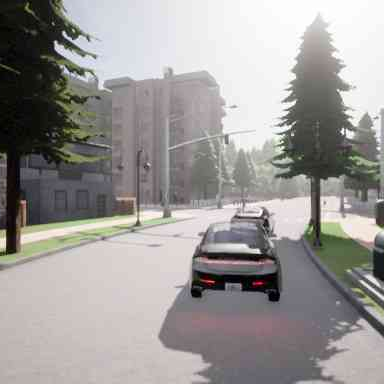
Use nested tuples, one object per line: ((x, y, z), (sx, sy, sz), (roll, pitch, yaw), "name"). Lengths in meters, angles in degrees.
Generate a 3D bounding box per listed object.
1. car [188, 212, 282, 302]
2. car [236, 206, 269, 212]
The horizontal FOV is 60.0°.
((1.111, 1.489, 8.367), (2.128, 1.511, 4.902), (0, 0, 9), "car")
((3.242, 1.487, 17.473), (2.128, 1.511, 4.902), (0, 0, 18), "car")
